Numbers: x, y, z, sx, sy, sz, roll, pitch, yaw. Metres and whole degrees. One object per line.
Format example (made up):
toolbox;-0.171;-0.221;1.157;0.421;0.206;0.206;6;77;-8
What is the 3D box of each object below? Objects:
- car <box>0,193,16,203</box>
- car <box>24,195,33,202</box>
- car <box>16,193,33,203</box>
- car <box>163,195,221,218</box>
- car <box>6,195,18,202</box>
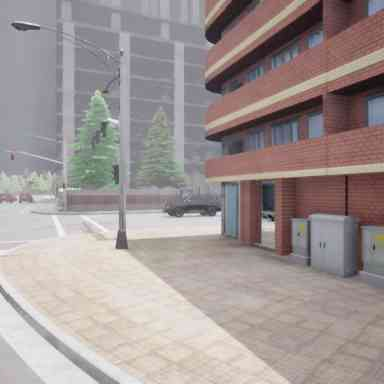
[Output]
car;-38.107;1.223;68.331;2.150;2.045;5.566;0;0;-23
car;-38.892;1.521;79.102;1.812;1.442;4.674;0;0;-23
car;-34.743;1.223;69.363;2.150;2.045;5.566;0;0;-23
car;0.088;1.276;31.288;5.566;2.045;2.150;0;0;-23
car;-42.276;1.537;78.114;2.033;1.411;5.357;0;0;-23
